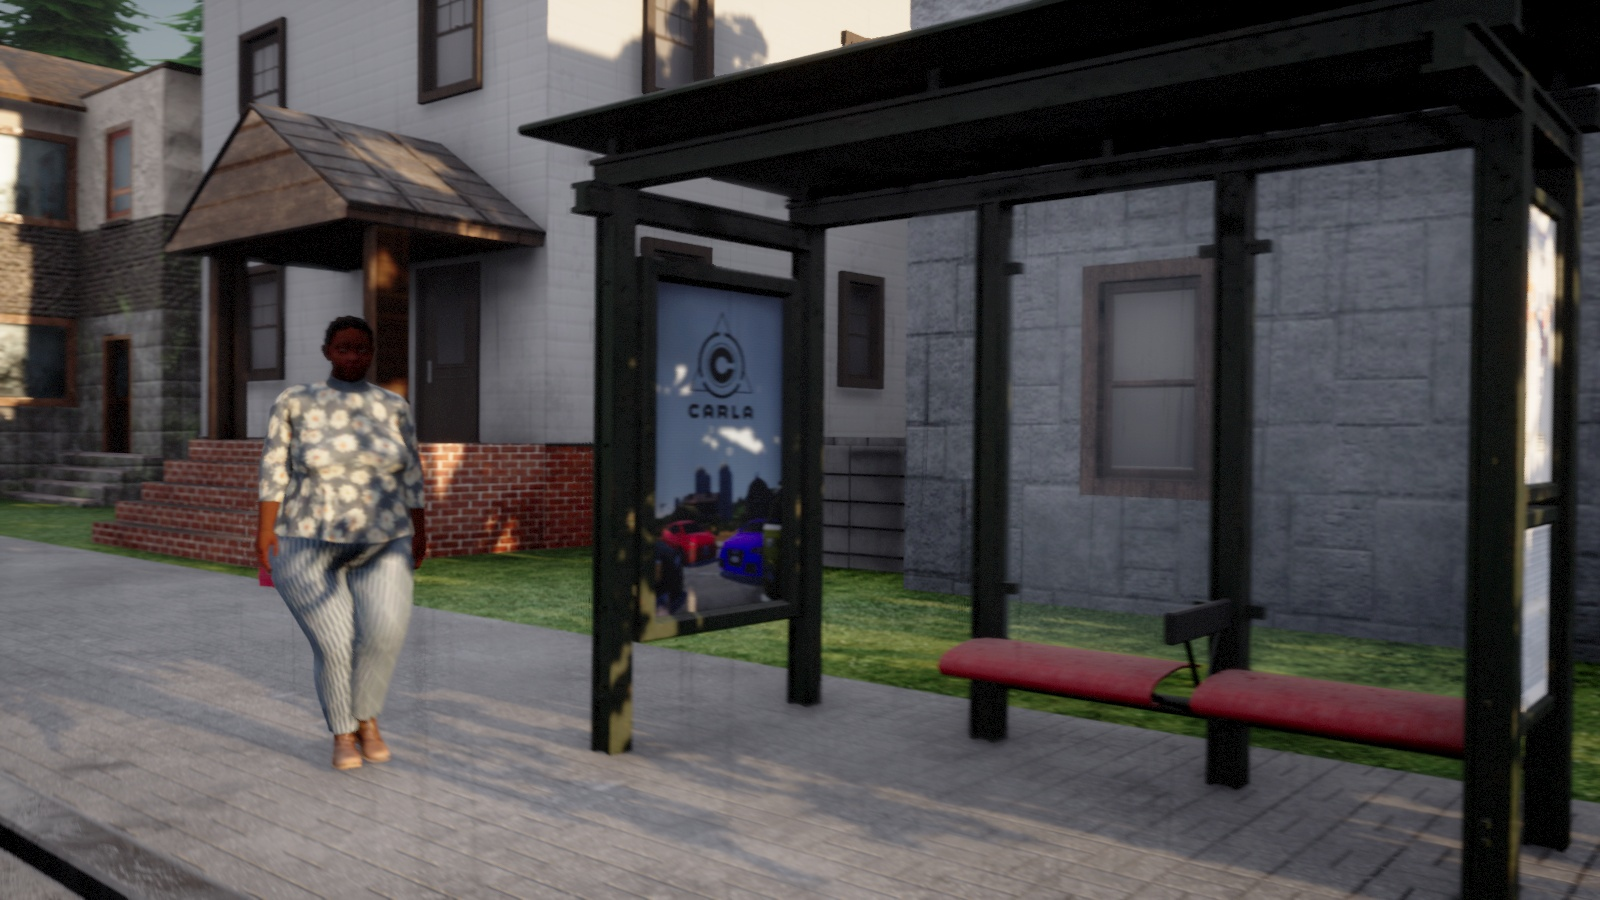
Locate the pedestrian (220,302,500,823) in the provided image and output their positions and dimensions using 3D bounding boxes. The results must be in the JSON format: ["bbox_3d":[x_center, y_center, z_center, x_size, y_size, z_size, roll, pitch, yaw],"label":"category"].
[{"bbox_3d":[-1.795,0.394,5.077,0.874,1.855,0.900,-1,1,-32],"label":"pedestrian"}]
